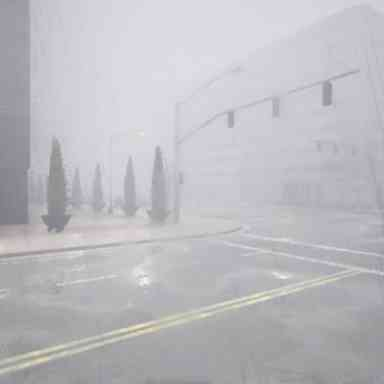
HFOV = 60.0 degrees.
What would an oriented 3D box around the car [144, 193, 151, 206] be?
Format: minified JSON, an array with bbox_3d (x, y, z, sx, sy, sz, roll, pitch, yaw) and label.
[{"bbox_3d":[-7.089,1.346,47.982,2.128,1.511,4.902,0,0,-35],"label":"car"}]

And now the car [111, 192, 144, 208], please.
[{"bbox_3d":[-8.686,1.220,44.156,2.097,1.767,4.553,0,0,-35],"label":"car"}]

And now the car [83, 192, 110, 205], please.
[{"bbox_3d":[-15.530,1.219,54.091,2.097,1.767,4.553,0,0,-34],"label":"car"}]

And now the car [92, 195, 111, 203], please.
[{"bbox_3d":[-16.950,1.296,62.116,1.812,1.442,4.674,0,0,-35],"label":"car"}]

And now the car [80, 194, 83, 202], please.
[{"bbox_3d":[-19.810,1.376,60.099,2.128,1.511,4.902,0,0,-35],"label":"car"}]
